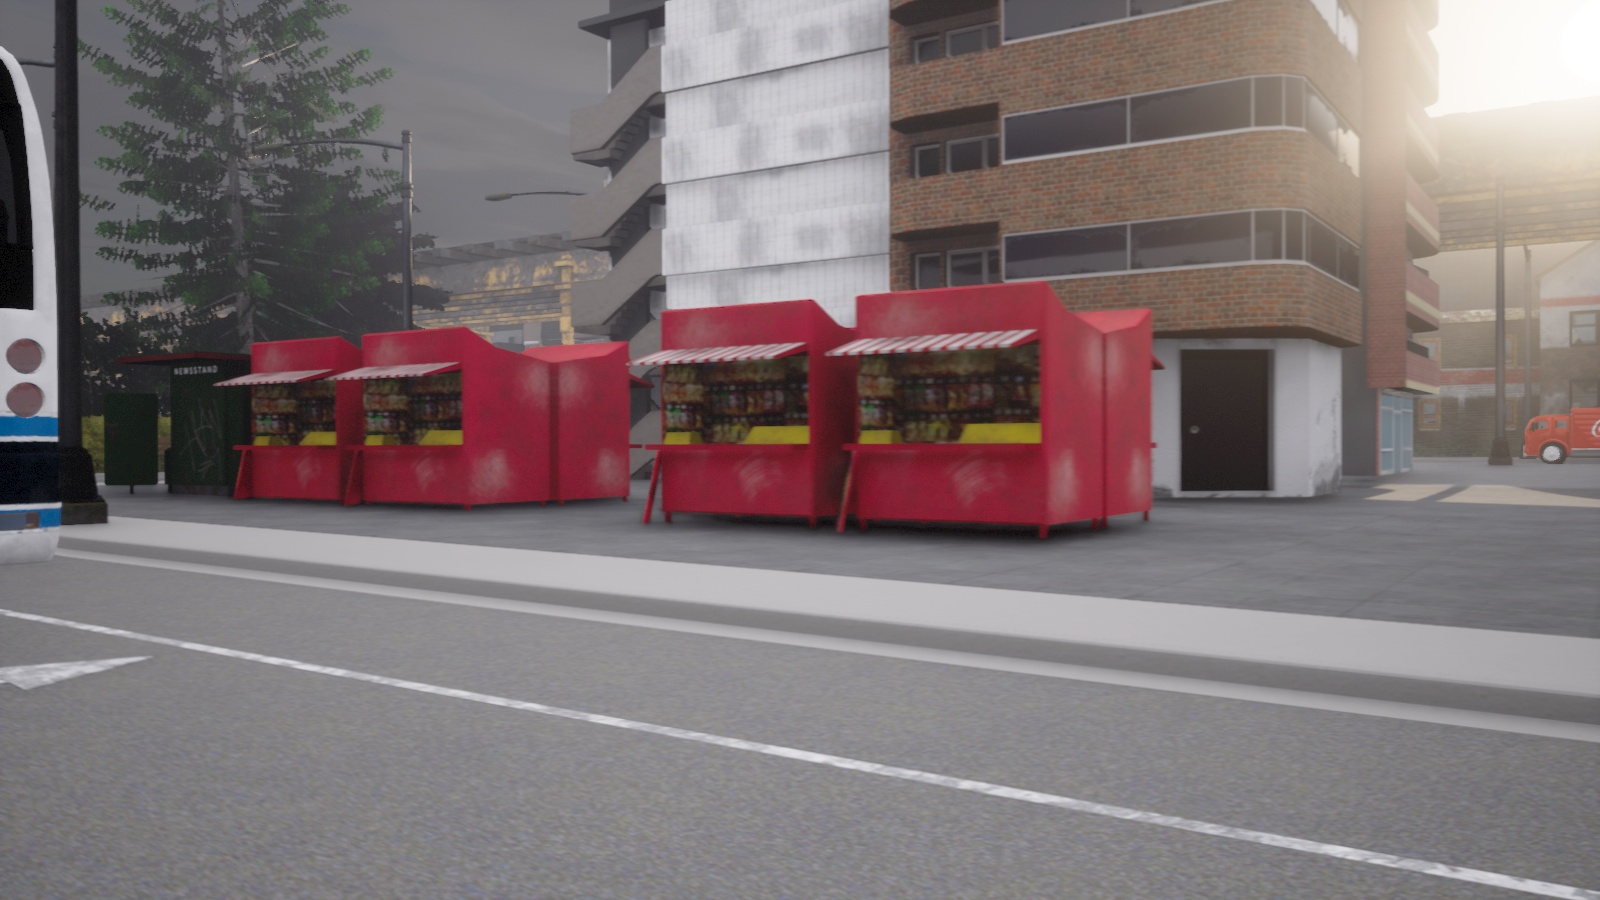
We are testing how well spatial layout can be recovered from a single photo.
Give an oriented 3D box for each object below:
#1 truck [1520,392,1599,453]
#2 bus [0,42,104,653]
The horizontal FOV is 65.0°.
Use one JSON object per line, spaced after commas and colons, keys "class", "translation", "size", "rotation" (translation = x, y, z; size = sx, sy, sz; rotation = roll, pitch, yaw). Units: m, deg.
{"class": "truck", "translation": [33.938, -1.186, 53.714], "size": [5.204, 2.467, 2.627], "rotation": [-1, 0, 34]}
{"class": "bus", "translation": [-10.506, -0.688, 10.652], "size": [10.273, 4.253, 3.944], "rotation": [0, 1, 35]}
